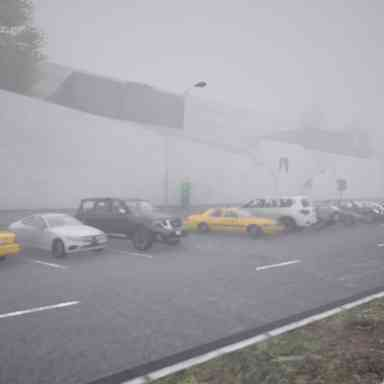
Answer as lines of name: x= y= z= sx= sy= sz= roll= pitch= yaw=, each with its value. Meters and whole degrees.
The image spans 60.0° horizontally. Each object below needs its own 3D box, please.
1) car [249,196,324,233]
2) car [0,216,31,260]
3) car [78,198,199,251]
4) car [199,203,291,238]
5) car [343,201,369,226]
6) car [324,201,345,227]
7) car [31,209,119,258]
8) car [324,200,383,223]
car: x=4.481 y=1.272 z=19.783 sx=5.566 sy=2.045 sz=2.435 roll=-1 pitch=-1 yaw=35
car: x=-7.882 y=1.490 z=11.157 sx=5.366 sy=1.575 sz=1.946 roll=-1 pitch=-1 yaw=35
car: x=-2.805 y=1.269 z=14.533 sx=5.566 sy=2.045 sz=2.435 roll=-1 pitch=-1 yaw=35
car: x=2.213 y=1.521 z=17.922 sx=5.366 sy=1.575 sz=1.946 roll=-1 pitch=-1 yaw=35
car: x=9.404 y=1.544 z=23.256 sx=4.674 sy=1.452 sz=2.002 roll=-1 pitch=-1 yaw=35
car: x=6.927 y=1.544 z=21.521 sx=4.792 sy=1.488 sz=2.163 roll=-1 pitch=0 yaw=35
car: x=-5.281 y=1.546 z=12.803 sx=4.674 sy=1.452 sz=2.002 roll=-1 pitch=-1 yaw=35
car: x=11.821 y=1.358 z=25.013 sx=4.553 sy=1.767 sz=2.185 roll=-1 pitch=-1 yaw=35
